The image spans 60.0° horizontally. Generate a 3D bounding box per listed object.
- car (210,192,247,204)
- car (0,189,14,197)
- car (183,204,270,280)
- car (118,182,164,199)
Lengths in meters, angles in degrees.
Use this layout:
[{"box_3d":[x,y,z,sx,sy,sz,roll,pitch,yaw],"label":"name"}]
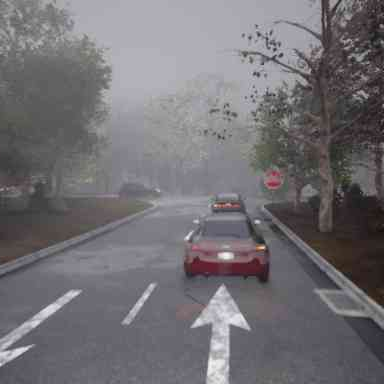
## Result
[{"box_3d":[2.085,0.763,19.138,1.837,1.490,4.892,0,3,6],"label":"car"},{"box_3d":[-22.224,-0.129,36.532,4.718,1.301,1.895,1,1,5],"label":"car"},{"box_3d":[0.943,1.254,9.092,1.994,1.385,4.181,0,2,6],"label":"car"},{"box_3d":[-5.234,-0.207,34.563,4.553,1.767,2.097,1,2,6],"label":"car"}]
